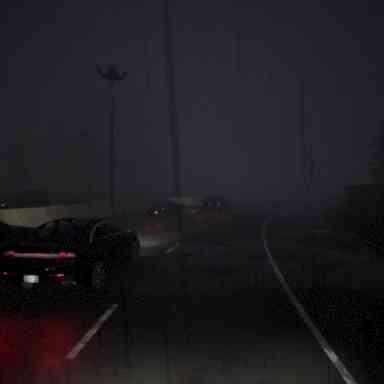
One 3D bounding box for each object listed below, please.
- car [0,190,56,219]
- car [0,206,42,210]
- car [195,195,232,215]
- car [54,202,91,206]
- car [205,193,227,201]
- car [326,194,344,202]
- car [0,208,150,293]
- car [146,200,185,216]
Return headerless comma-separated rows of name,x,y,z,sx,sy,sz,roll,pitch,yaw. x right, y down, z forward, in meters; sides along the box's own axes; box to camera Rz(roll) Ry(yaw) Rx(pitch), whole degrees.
car,-13.713,0.888,26.839,2.150,2.045,5.566,0,1,16
car,-6.222,1.355,9.165,1.882,1.535,5.008,0,1,6
car,2.197,1.066,30.021,2.097,1.767,4.553,1,1,19
car,-10.026,1.229,27.146,2.033,1.411,5.357,0,1,16
car,4.643,0.921,63.657,1.812,1.442,4.674,1,1,37
car,25.678,1.047,59.449,1.837,1.490,4.892,1,1,44
car,-2.765,1.391,8.640,2.128,1.511,4.902,0,1,6
car,-2.138,1.310,28.319,1.895,1.301,4.718,0,1,18
